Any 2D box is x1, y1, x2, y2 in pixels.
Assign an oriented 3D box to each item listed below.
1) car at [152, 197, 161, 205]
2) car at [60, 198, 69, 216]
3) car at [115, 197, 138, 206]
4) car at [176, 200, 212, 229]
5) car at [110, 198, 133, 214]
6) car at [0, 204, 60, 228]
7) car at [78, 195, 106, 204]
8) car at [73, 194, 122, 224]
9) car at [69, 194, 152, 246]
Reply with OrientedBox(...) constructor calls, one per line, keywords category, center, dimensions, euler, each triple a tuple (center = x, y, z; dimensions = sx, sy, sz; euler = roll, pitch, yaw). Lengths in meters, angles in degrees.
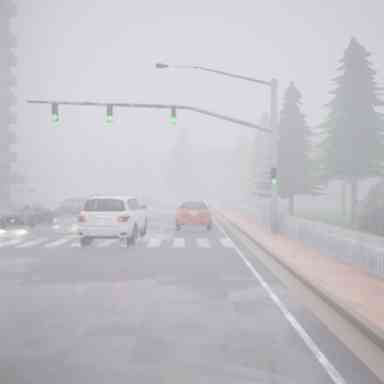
OrientedBox(category="car", center=(-7.142, 1.442, 54.527), dimensions=(2.033, 1.411, 5.357), euler=(0, 0, -39))
OrientedBox(category="car", center=(-10.686, 1.272, 30.126), dimensions=(2.097, 1.767, 4.553), euler=(0, 0, -2))
OrientedBox(category="car", center=(-10.560, 1.451, 53.255), dimensions=(1.994, 1.385, 4.181), euler=(0, 0, -39))
OrientedBox(category="car", center=(0.102, 1.316, 21.267), dimensions=(2.097, 1.767, 4.553), euler=(0, 0, 0))
OrientedBox(category="car", center=(-7.434, 1.448, 35.416), dimensions=(1.812, 1.442, 4.674), euler=(0, 0, -5))
OrientedBox(category="car", center=(-10.582, 1.497, 21.579), dimensions=(1.994, 1.385, 4.181), euler=(0, 0, 0))
OrientedBox(category="car", center=(-18.055, 1.334, 59.914), dimensions=(5.008, 1.535, 1.882), euler=(0, 0, 32))
OrientedBox(category="car", center=(-7.063, 1.159, 25.669), dimensions=(2.150, 2.045, 5.566), euler=(0, 0, 1))
OrientedBox(category="car", center=(-3.398, 1.184, 15.167), dimensions=(2.150, 2.045, 5.566), euler=(0, 0, 0))
